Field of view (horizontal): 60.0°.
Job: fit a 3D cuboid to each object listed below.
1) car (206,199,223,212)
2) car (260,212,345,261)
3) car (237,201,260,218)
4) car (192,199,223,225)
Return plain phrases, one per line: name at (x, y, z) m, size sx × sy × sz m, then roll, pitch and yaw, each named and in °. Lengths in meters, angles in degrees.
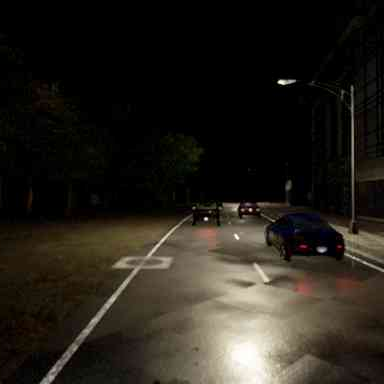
car at (2.864, 1.599, 41.546) m, size 1.812 × 1.442 × 4.674 m, roll 0°, pitch 0°, yaw 7°
car at (3.898, 1.507, 12.049) m, size 1.812 × 1.442 × 4.674 m, roll 0°, pitch 0°, yaw 2°
car at (5.101, 1.561, 30.145) m, size 2.033 × 1.411 × 5.357 m, roll 0°, pitch 0°, yaw 5°
car at (1.094, 1.500, 24.029) m, size 1.837 × 1.490 × 4.892 m, roll 0°, pitch 0°, yaw 4°
